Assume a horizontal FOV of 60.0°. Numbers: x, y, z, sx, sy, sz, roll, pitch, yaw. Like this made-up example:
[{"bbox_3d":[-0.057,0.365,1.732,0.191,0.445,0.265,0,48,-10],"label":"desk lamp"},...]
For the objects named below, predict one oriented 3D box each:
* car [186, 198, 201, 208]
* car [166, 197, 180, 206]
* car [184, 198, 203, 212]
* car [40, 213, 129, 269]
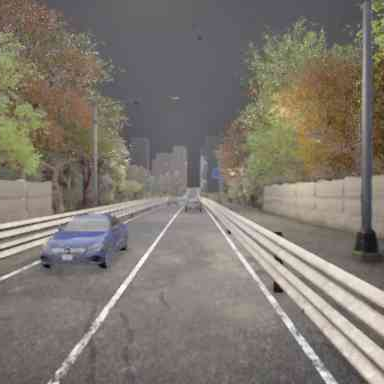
[{"bbox_3d":[0.194,1.543,47.751,1.994,1.385,4.181,0,0,0],"label":"car"},{"bbox_3d":[-3.093,1.541,54.573,1.837,1.490,4.892,0,0,1],"label":"car"},{"bbox_3d":[0.144,1.412,36.758,2.128,1.511,4.902,0,0,0],"label":"car"},{"bbox_3d":[-3.309,1.480,11.160,1.812,1.442,4.674,0,0,0],"label":"car"}]
